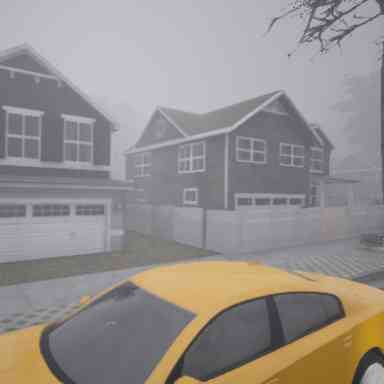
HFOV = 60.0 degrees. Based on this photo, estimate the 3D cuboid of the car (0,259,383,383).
[{"bbox_3d":[-0.003,1.480,3.070,5.008,1.535,1.882,0,0,-35],"label":"car"}]
